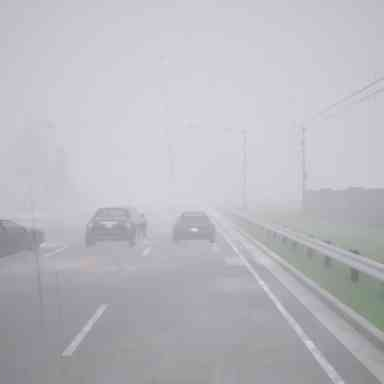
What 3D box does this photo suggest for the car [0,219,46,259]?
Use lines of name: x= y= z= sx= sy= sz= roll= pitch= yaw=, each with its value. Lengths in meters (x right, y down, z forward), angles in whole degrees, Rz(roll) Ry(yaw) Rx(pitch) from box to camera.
car: x=-6.905 y=1.597 z=11.142 sx=2.033 sy=1.411 sz=5.357 roll=0 pitch=0 yaw=0

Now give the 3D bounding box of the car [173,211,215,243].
car: x=0.101 y=1.638 z=16.640 sx=1.994 sy=1.385 sz=4.181 roll=0 pitch=0 yaw=0

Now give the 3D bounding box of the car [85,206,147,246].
car: x=-3.401 y=1.422 z=15.771 sx=2.097 sy=1.767 sz=4.553 roll=0 pitch=0 yaw=0
